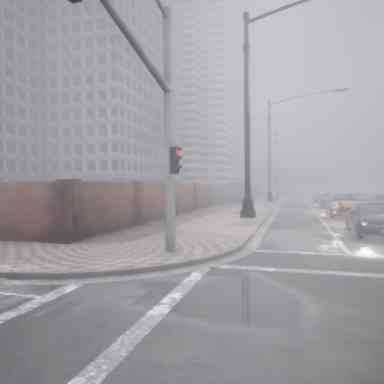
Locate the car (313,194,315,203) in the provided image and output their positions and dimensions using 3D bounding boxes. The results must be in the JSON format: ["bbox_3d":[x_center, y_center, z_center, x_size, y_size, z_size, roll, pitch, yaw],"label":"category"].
[{"bbox_3d":[16.715,0.663,43.034,2.033,1.411,5.357,0,1,17],"label":"car"}]

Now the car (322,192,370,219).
[{"bbox_3d":[10.598,0.853,23.247,2.097,1.767,4.553,0,1,17],"label":"car"}]

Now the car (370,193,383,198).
[{"bbox_3d":[15.260,0.900,26.483,1.837,1.490,4.892,0,1,17],"label":"car"}]

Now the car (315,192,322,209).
[{"bbox_3d":[13.582,0.790,32.955,1.882,1.535,5.008,0,1,17],"label":"car"}]

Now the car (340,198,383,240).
[{"bbox_3d":[8.044,1.190,14.832,1.812,1.442,4.674,0,1,17],"label":"car"}]

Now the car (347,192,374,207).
[{"bbox_3d":[18.209,0.735,36.070,1.812,1.442,4.674,0,1,17],"label":"car"}]
